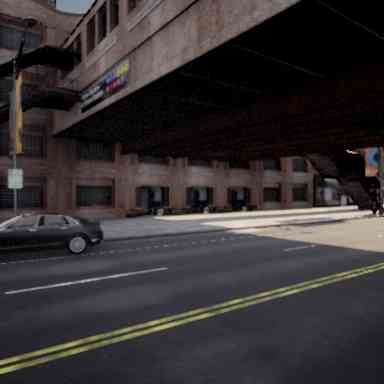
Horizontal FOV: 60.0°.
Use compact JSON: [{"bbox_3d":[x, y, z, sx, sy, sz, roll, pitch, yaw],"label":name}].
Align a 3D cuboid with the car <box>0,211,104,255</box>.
[{"bbox_3d":[-5.718,1.479,12.081,4.892,1.521,2.231,0,0,-26],"label":"car"}]
